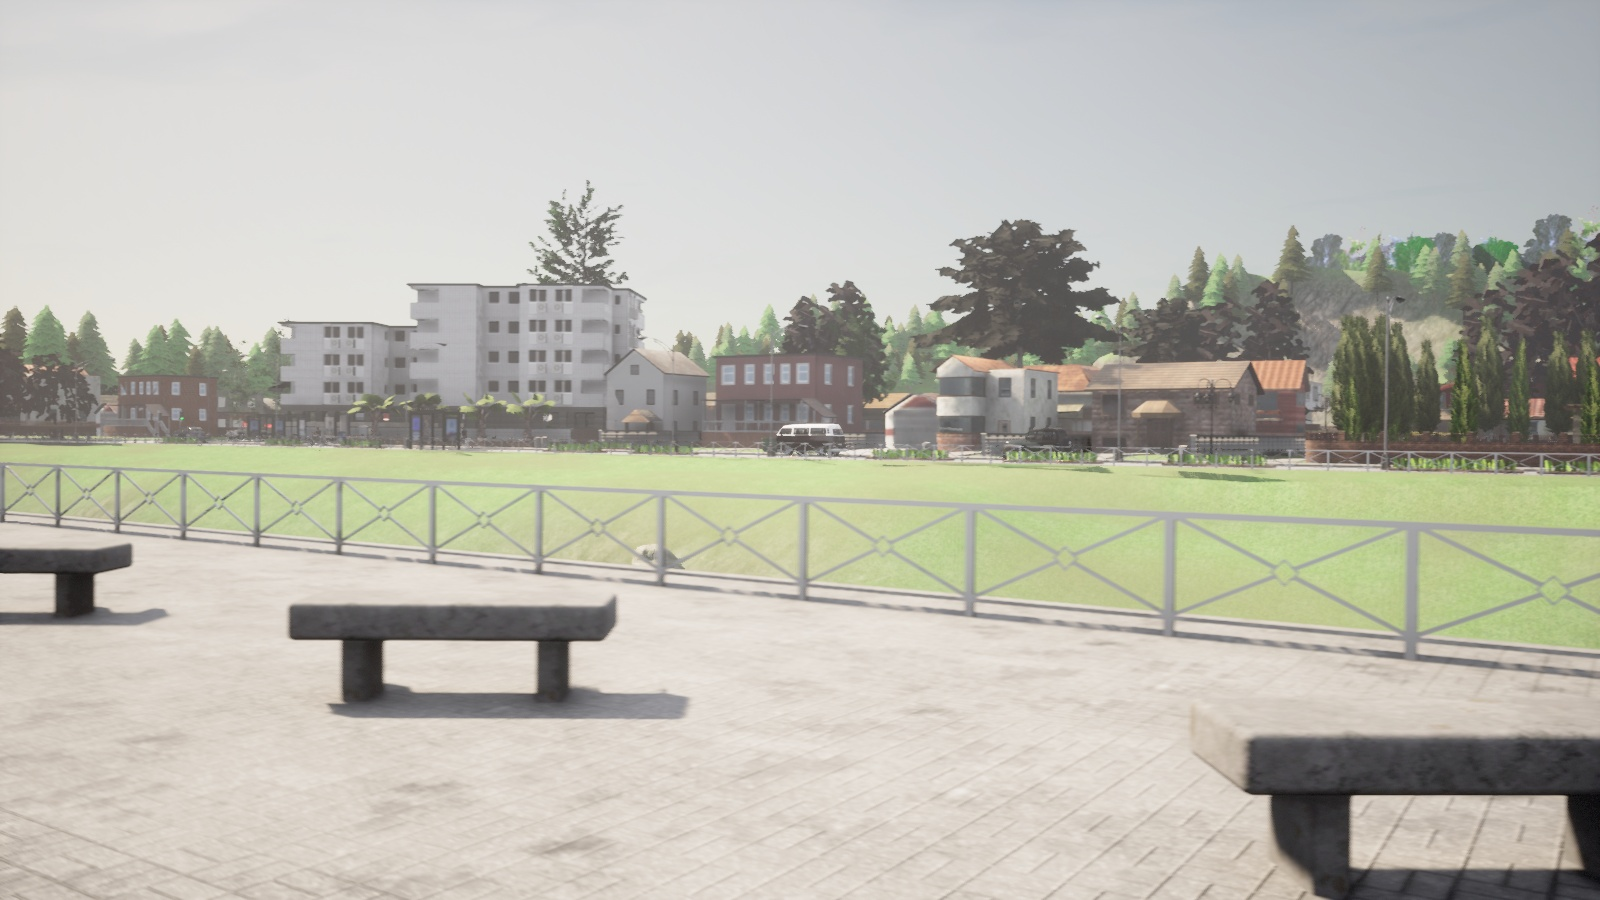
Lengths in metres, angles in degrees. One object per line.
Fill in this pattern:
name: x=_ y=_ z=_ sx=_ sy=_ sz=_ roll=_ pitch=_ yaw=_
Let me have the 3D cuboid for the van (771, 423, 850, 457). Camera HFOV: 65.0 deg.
van: x=0.612 y=-0.613 z=77.869 sx=4.480 sy=2.038 sz=2.069 roll=0 pitch=1 yaw=34

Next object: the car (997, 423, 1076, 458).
car: x=13.100 y=-0.541 z=69.570 sx=3.866 sy=1.878 sz=1.905 roll=0 pitch=1 yaw=34
